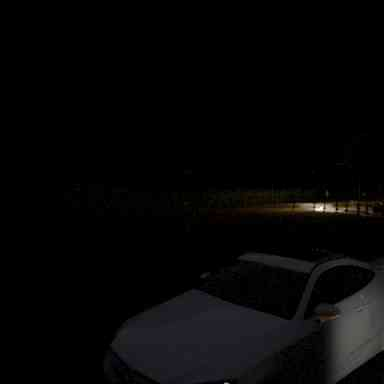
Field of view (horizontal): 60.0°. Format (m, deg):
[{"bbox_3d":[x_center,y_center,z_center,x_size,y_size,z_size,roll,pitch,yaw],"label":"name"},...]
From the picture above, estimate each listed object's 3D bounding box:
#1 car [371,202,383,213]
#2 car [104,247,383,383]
[{"bbox_3d":[23.772,1.885,40.814,1.994,1.385,4.181,-1,-1,5],"label":"car"},{"bbox_3d":[1.198,1.536,4.380,4.674,1.442,1.812,0,0,-40],"label":"car"}]
